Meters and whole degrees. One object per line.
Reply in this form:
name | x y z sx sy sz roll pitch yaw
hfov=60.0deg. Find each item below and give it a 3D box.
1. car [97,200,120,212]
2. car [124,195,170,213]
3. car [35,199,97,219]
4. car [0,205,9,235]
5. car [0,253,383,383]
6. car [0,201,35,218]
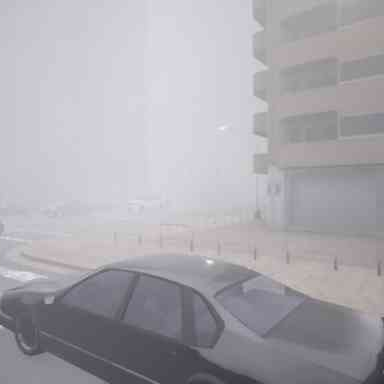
car | -10.747 1.666 38.148 2.033 1.411 5.357 0 0 35
car | -5.488 1.333 39.568 2.150 2.045 5.566 0 0 35
car | -11.577 1.463 30.829 2.097 1.767 4.553 0 0 35
car | -11.035 1.611 16.413 1.812 1.442 4.674 -1 0 -10
car | -0.405 1.553 4.297 5.357 1.411 2.033 0 0 36
car | -16.339 1.609 30.161 2.128 1.511 4.902 0 0 36
